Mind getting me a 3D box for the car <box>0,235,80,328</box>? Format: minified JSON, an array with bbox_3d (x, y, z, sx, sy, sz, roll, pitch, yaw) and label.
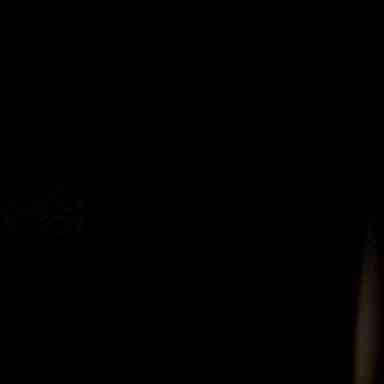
[{"bbox_3d":[-2.717,1.599,6.442,5.357,1.411,2.033,0,0,-39],"label":"car"}]
